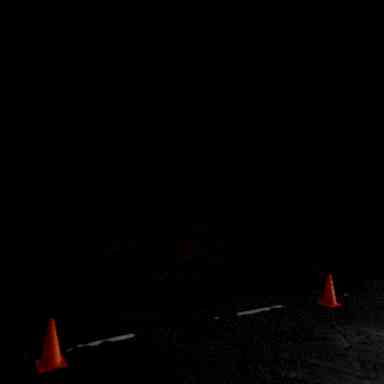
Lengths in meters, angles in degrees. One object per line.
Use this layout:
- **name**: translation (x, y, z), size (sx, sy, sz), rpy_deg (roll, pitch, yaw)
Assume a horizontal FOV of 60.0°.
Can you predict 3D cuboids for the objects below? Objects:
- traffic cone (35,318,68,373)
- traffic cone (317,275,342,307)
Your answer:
- **traffic cone**: translation (-1.809, 1.923, 4.287), size (0.340, 0.580, 0.340), rpy_deg (1, 0, -32)
- **traffic cone**: translation (2.789, 1.973, 6.744), size (0.340, 0.580, 0.340), rpy_deg (1, 0, -27)
